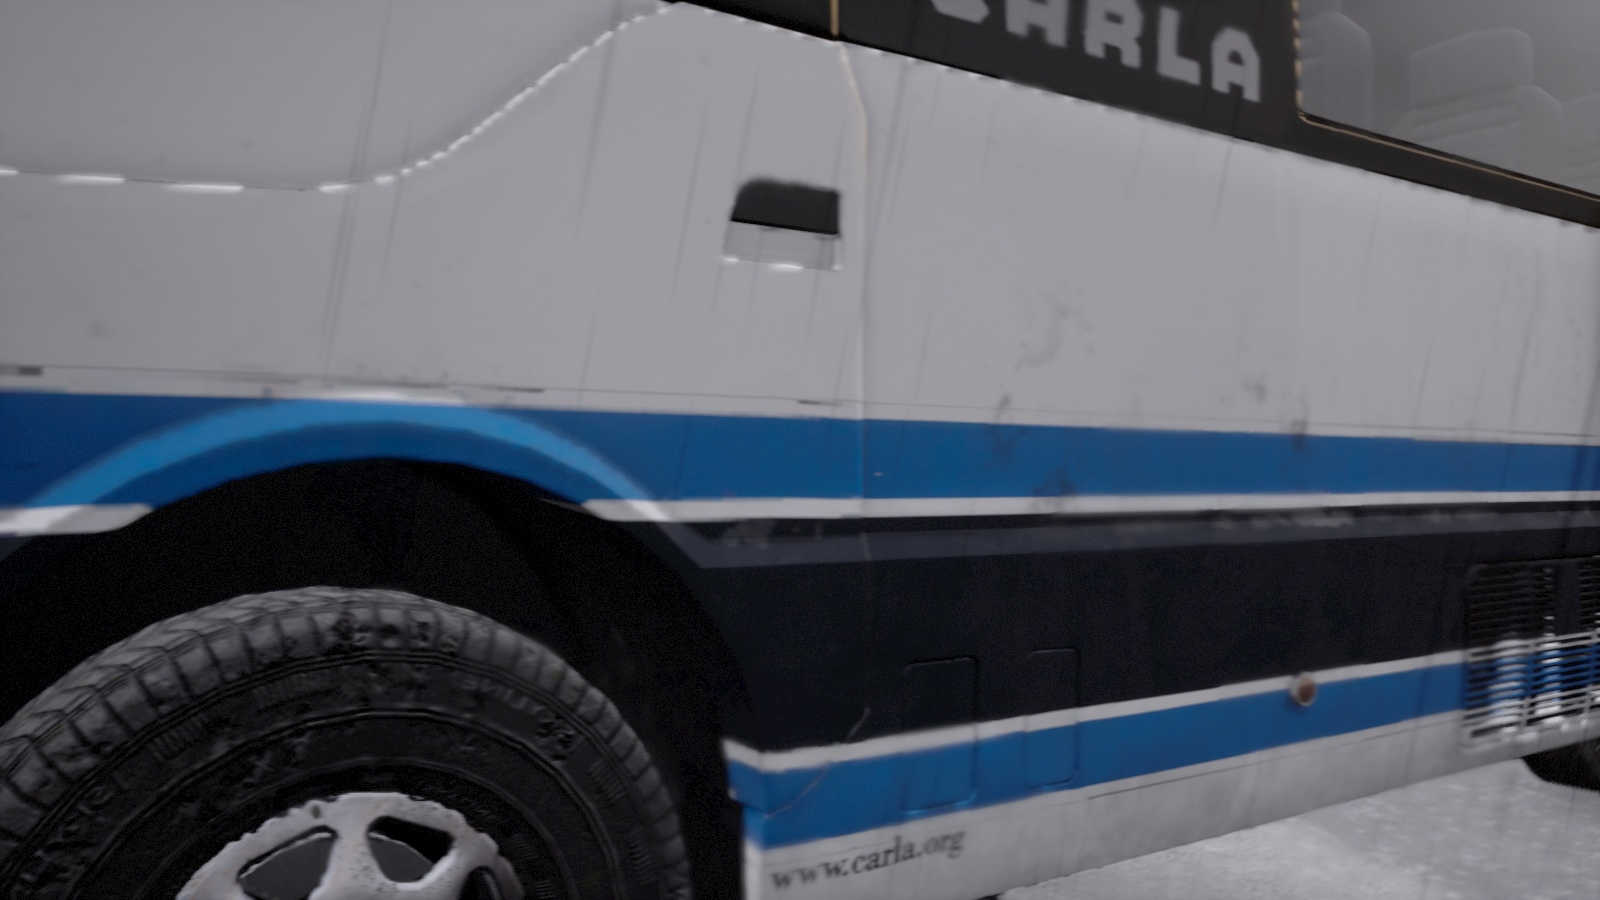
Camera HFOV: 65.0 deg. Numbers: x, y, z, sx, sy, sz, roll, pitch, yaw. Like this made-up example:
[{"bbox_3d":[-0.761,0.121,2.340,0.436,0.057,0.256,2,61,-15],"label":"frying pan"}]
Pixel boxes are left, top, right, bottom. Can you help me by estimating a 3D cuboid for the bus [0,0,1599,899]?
[{"bbox_3d":[0.667,-0.610,4.740,10.273,4.253,3.944,1,-1,-35],"label":"bus"}]
